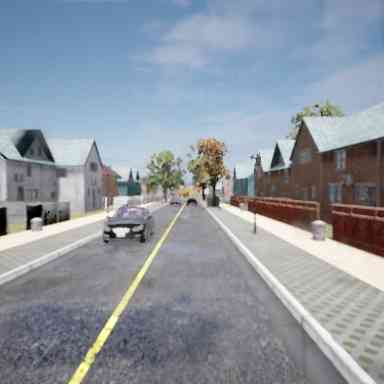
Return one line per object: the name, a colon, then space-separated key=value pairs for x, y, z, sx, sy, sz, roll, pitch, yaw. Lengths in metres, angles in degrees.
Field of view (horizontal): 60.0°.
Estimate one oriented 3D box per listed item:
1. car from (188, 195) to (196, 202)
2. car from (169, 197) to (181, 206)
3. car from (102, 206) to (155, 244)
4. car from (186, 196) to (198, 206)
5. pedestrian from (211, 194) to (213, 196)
car: x=-0.003 y=1.569 z=75.939 sx=1.882 sy=1.535 sz=5.008 roll=0 pitch=-1 yaw=0
car: x=-2.800 y=1.606 z=56.632 sx=2.033 sy=1.411 sz=5.357 roll=0 pitch=0 yaw=1
car: x=-2.850 y=1.458 z=15.781 sx=2.128 sy=1.511 sz=4.902 roll=0 pitch=0 yaw=0
car: x=-0.002 y=1.568 z=57.363 sx=1.837 sy=1.490 sz=4.892 roll=0 pitch=0 yaw=0
pedestrian: x=3.007 y=1.167 z=50.019 sx=0.375 sy=1.860 sz=0.375 roll=-2 pitch=1 yaw=-1
